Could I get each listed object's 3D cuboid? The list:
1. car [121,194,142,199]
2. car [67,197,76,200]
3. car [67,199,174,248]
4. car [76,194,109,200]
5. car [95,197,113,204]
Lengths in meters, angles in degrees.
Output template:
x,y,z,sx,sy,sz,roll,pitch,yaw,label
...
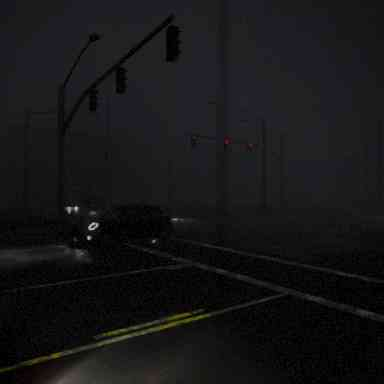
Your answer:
x,y,z,sx,sy,sz,roll,pitch,yaw,label
-13.677,1.524,72.541,1.812,1.442,4.674,0,0,30,car
-18.996,1.491,53.634,2.128,1.511,4.902,0,0,-15,car
-3.068,1.352,14.992,4.553,1.767,2.097,0,0,-43,car
-12.483,1.225,42.137,2.150,2.045,5.566,0,0,-35,car
-16.505,1.601,62.713,1.895,1.301,4.718,0,0,3,car
